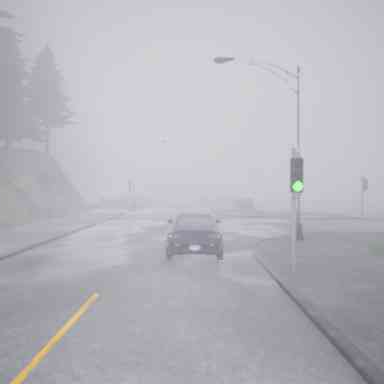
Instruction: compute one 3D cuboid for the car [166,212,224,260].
[{"bbox_3d":[0.083,1.429,11.963,1.812,1.442,4.674,0,1,0],"label":"car"}]
